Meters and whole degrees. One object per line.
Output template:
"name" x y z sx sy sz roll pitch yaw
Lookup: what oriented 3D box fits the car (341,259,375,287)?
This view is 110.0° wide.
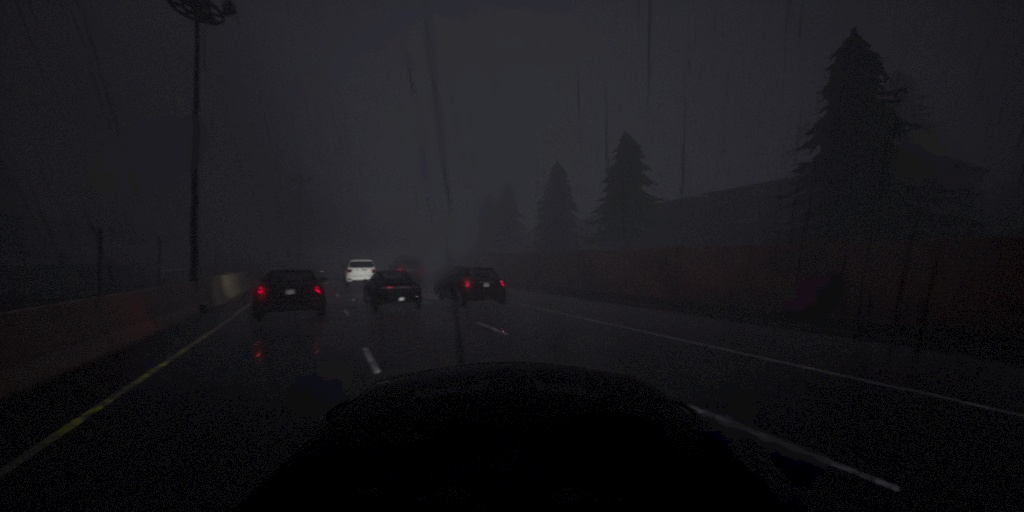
"car" -11.820 1.244 27.714 2.150 2.045 5.566 0 0 -27

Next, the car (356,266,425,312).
"car" -5.182 1.385 15.317 2.128 1.511 4.902 0 -1 -28

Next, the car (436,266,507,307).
"car" -2.059 1.264 16.903 2.097 1.767 4.553 0 -1 -28

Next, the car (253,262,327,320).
"car" -8.227 1.221 13.593 2.097 1.767 4.553 0 -1 -28

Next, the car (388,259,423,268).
"car" -8.738 1.266 29.373 2.150 2.045 5.566 0 0 -27

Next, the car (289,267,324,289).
"car" -15.301 1.571 26.910 1.994 1.385 4.181 0 -1 -26
